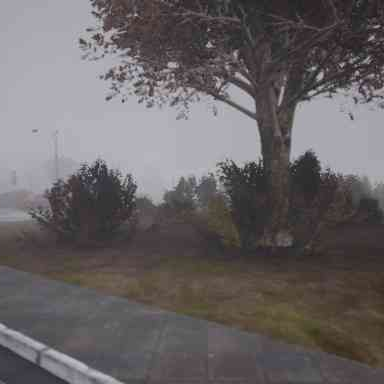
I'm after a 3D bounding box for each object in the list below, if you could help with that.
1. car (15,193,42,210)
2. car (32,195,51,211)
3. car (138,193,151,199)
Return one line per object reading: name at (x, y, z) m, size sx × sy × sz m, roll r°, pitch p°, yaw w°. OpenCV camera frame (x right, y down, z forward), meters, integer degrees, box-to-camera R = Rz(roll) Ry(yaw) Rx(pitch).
car at (-19.587, 1.209, 42.535) m, size 2.150 × 2.045 × 5.566 m, roll 0°, pitch 1°, yaw 33°
car at (-16.482, 1.474, 40.890) m, size 1.882 × 1.535 × 5.008 m, roll 0°, pitch 0°, yaw 33°
car at (-8.768, 1.209, 52.750) m, size 2.150 × 2.045 × 5.566 m, roll 0°, pitch 1°, yaw 33°
